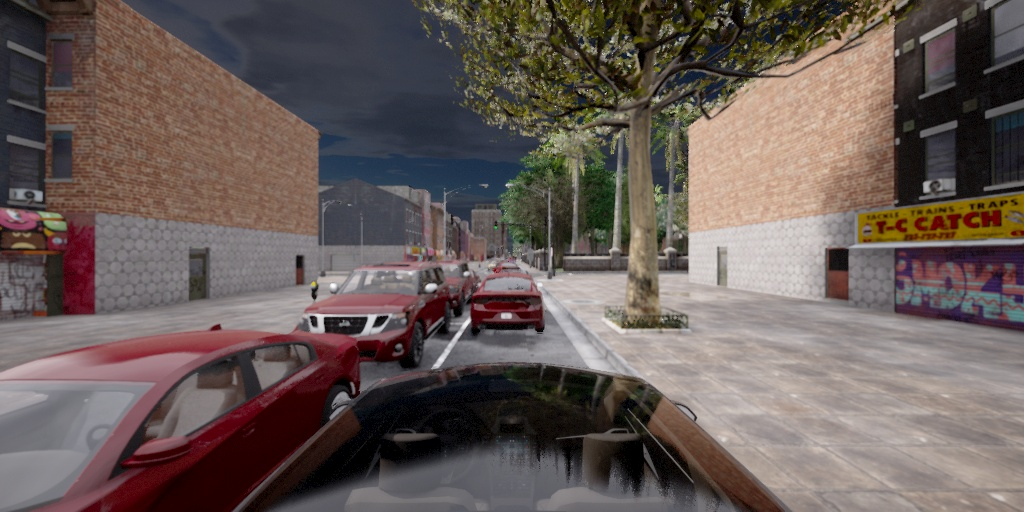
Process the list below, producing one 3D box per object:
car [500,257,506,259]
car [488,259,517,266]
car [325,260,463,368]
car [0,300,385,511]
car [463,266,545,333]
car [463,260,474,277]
[{"bbox_3d":[-2.578,1.184,57.097,2.192,1.841,5.009,0,0,0],"label":"car"},{"bbox_3d":[-0.671,1.292,33.474,1.882,1.535,5.008,0,0,-13],"label":"car"},{"bbox_3d":[-2.629,1.076,8.051,2.192,1.841,5.009,0,0,0],"label":"car"},{"bbox_3d":[-2.637,1.296,2.440,1.888,1.381,4.507,0,0,0],"label":"car"},{"bbox_3d":[-0.070,1.244,10.810,1.882,1.535,5.008,0,0,1],"label":"car"},{"bbox_3d":[-2.621,1.087,13.663,2.192,1.841,5.009,0,0,0],"label":"car"}]
